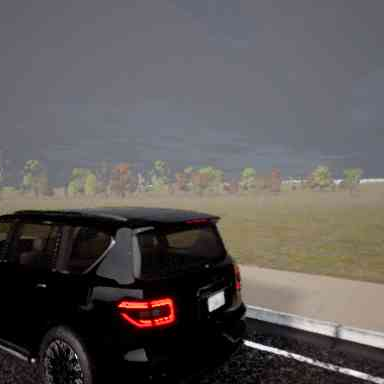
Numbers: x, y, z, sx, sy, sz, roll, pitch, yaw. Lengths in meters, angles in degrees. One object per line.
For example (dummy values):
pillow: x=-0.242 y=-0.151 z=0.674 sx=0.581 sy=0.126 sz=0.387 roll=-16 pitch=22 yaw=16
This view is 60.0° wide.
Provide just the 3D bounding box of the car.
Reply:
car: x=-1.928 y=1.247 z=5.061 sx=5.566 sy=2.045 sz=2.150 roll=0 pitch=0 yaw=35
